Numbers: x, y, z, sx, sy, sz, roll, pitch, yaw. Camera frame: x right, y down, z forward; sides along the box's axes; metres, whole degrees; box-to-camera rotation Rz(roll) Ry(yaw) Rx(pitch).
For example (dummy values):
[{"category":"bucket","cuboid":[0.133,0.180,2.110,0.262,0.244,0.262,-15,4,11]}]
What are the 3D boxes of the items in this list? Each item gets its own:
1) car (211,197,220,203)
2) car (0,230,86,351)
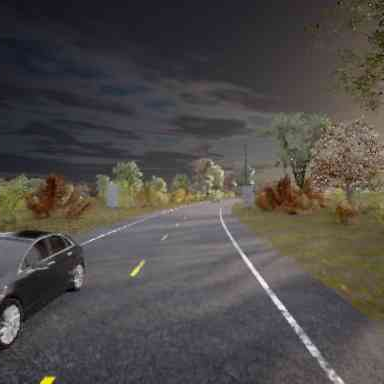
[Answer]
[{"category":"car","cuboid":[6.390,2.203,90.256,2.128,1.511,4.902,0,0,10]},{"category":"car","cuboid":[-3.541,1.557,6.354,1.837,1.490,4.892,0,-1,1]}]
